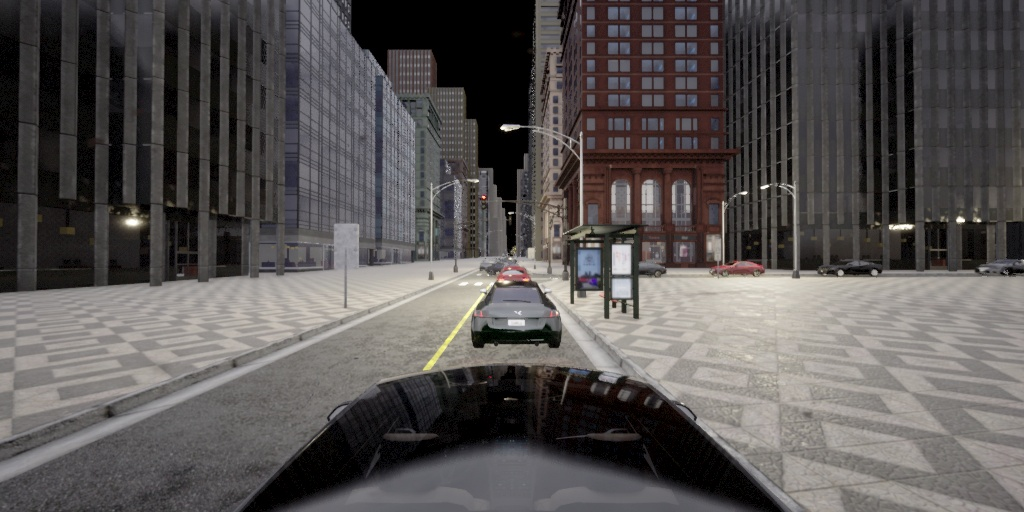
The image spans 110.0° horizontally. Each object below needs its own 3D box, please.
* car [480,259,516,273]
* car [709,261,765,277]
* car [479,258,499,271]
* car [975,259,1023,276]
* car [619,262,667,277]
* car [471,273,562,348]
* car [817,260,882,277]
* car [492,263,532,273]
[{"bbox_3d":[-0.516,1.274,33.600,2.033,1.411,5.357,0,0,-34],"label":"car"},{"bbox_3d":[20.798,1.201,33.208,4.674,1.442,1.812,0,-1,0],"label":"car"},{"bbox_3d":[-3.118,1.190,45.693,2.128,1.511,4.902,0,0,0],"label":"car"},{"bbox_3d":[45.933,1.070,33.108,4.902,1.511,2.128,0,-1,0],"label":"car"},{"bbox_3d":[11.861,1.232,33.210,4.674,1.442,1.812,0,-1,-2],"label":"car"},{"bbox_3d":[0.096,1.316,9.244,1.994,1.385,4.181,0,0,0],"label":"car"},{"bbox_3d":[31.179,1.115,33.192,5.008,1.535,1.882,0,-1,0],"label":"car"},{"bbox_3d":[0.112,1.272,19.078,1.812,1.442,4.674,0,0,1],"label":"car"}]
